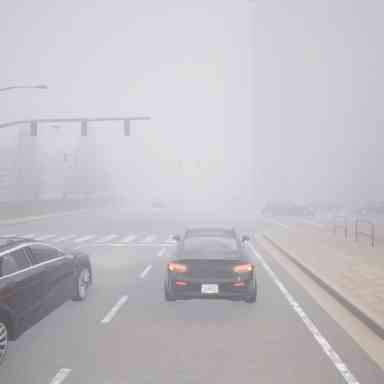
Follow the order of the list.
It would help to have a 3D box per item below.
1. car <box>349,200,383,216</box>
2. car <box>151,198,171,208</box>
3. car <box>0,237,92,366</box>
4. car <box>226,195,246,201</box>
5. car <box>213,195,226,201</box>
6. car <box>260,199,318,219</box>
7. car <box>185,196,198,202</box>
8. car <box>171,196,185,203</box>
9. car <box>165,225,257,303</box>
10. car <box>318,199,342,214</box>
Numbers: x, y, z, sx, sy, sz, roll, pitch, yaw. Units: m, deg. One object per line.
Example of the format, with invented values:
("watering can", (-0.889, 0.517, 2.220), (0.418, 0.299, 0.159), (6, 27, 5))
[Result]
("car", (18.082, 1.560, 32.787), (4.892, 1.490, 1.837), (0, 0, 2))
("car", (-4.506, 1.564, 46.769), (1.994, 1.385, 4.181), (0, 0, 1))
("car", (-3.214, 1.492, 5.466), (2.128, 1.511, 4.902), (0, 0, 4))
("car", (11.283, 1.524, 81.999), (4.674, 1.442, 1.812), (0, 0, -43))
("car", (7.046, 1.524, 82.560), (1.812, 1.442, 4.674), (0, 0, 42))
("car", (8.434, 1.405, 29.705), (4.553, 1.767, 2.097), (0, 0, 7))
("car", (-0.261, 1.552, 77.647), (1.994, 1.385, 4.181), (0, 0, 24))
("car", (-3.247, 1.507, 66.909), (1.837, 1.490, 4.892), (0, -1, 7))
("car", (0.456, 1.526, 8.119), (1.812, 1.442, 4.674), (0, 0, 4))
("car", (13.828, 1.560, 36.493), (4.892, 1.490, 1.837), (0, 0, 3))
